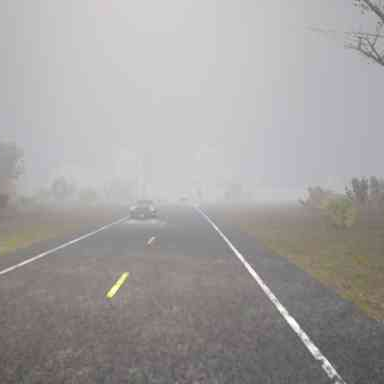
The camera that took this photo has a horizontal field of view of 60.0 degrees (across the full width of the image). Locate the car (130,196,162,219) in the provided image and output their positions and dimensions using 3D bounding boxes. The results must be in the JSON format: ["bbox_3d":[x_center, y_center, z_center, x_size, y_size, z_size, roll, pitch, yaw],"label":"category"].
[{"bbox_3d":[-4.072,1.341,29.022,2.097,1.767,4.553,0,0,-2],"label":"car"}]

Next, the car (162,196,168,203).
[{"bbox_3d":[-5.957,1.471,68.920,1.994,1.385,4.181,0,0,-4],"label":"car"}]

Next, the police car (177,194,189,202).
[{"bbox_3d":[-1.744,1.331,74.295,1.930,1.638,5.238,0,0,-4],"label":"police car"}]

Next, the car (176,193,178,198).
[{"bbox_3d":[-2.393,1.335,84.354,1.801,1.575,5.366,0,0,-4],"label":"car"}]
